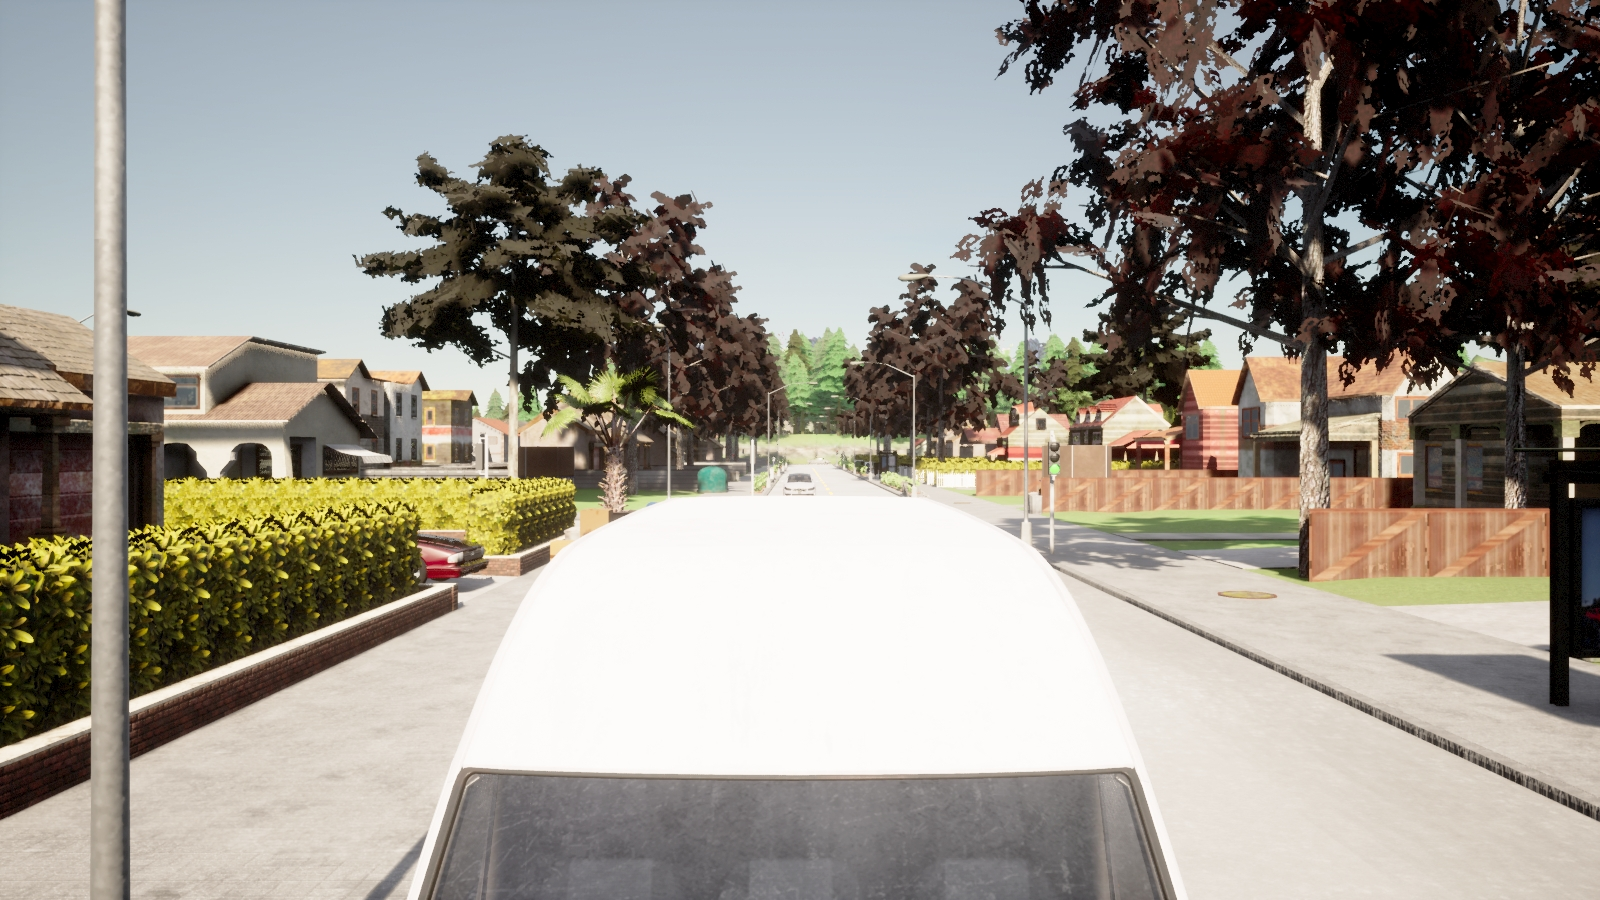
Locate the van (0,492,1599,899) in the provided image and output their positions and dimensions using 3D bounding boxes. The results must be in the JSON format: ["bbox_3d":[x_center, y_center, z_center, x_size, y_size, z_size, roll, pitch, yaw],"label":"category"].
[{"bbox_3d":[0.002,1.537,4.030,1.988,2.561,5.915,0,0,0],"label":"van"}]

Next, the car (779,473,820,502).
[{"bbox_3d":[-0.024,2.087,64.511,2.231,1.480,4.892,0,0,0],"label":"car"}]

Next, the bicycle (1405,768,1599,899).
[{"bbox_3d":[2.687,2.062,3.843,0.329,1.471,1.835,0,0,0],"label":"bicycle"}]
